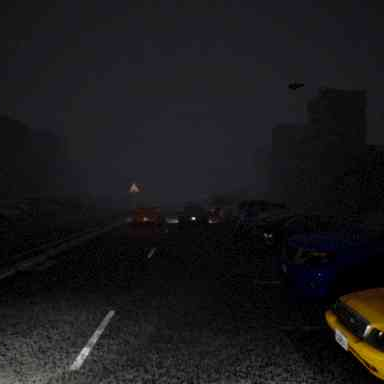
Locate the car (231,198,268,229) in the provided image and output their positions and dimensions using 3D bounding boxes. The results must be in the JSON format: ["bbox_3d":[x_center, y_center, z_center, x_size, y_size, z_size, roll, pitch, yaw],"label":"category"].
[{"bbox_3d":[4.676,1.392,18.017,4.553,1.767,2.185,0,0,0],"label":"car"}]

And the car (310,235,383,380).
[{"bbox_3d":[4.524,1.482,4.122,5.366,1.575,1.946,0,0,0],"label":"car"}]

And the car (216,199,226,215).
[{"bbox_3d":[4.702,1.551,26.352,5.008,1.535,2.097,0,0,0],"label":"car"}]

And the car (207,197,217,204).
[{"bbox_3d":[4.520,1.588,34.691,5.366,1.575,1.946,0,0,0],"label":"car"}]

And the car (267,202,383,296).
[{"bbox_3d":[4.681,1.237,6.901,5.566,2.045,2.435,0,0,0],"label":"car"}]

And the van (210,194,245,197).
[{"bbox_3d":[4.821,1.392,40.251,4.442,1.987,1.878,0,0,0],"label":"van"}]

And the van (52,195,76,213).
[{"bbox_3d":[-15.401,1.402,35.940,4.442,1.987,1.878,0,0,0],"label":"van"}]

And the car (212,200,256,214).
[{"bbox_3d":[4.707,1.645,37.471,4.674,1.452,2.002,0,0,0],"label":"car"}]

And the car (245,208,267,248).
[{"bbox_3d":[4.702,1.502,12.459,4.892,1.521,2.231,0,0,0],"label":"car"}]

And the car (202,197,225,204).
[{"bbox_3d":[4.744,1.779,73.597,4.792,1.488,2.163,0,0,0],"label":"car"}]

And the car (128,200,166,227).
[{"bbox_3d":[-2.903,1.535,23.205,1.882,1.535,5.008,0,0,0],"label":"car"}]

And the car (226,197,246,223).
[{"bbox_3d":[4.676,1.402,20.798,4.553,1.767,2.185,0,0,0],"label":"car"}]

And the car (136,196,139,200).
[{"bbox_3d":[-15.550,1.772,77.307,5.008,1.535,2.097,0,0,0],"label":"car"}]

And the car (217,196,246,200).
[{"bbox_3d":[4.738,1.438,29.134,4.553,1.767,2.185,0,0,0],"label":"car"}]

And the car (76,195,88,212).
[{"bbox_3d":[-15.548,1.392,38.698,5.566,2.045,2.435,0,0,0],"label":"car"}]

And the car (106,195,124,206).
[{"bbox_3d":[-15.511,1.764,60.760,4.792,1.488,2.163,0,0,0],"label":"car"}]

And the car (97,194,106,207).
[{"bbox_3d":[-15.556,1.432,46.973,5.566,2.045,2.435,0,0,0],"label":"car"}]

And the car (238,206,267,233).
[{"bbox_3d":[4.705,1.549,15.237,4.674,1.452,2.002,0,0,0],"label":"car"}]

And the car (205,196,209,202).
[{"bbox_3d":[4.698,1.643,45.809,4.892,1.521,2.231,0,0,0],"label":"car"}]

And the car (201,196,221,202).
[{"bbox_3d":[4.711,1.809,81.932,4.792,1.488,2.163,0,0,0],"label":"car"}]

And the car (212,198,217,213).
[{"bbox_3d":[4.700,1.577,31.912,5.008,1.535,2.097,0,0,0],"label":"car"}]

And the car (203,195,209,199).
[{"bbox_3d":[4.673,1.719,56.927,4.792,1.488,2.163,0,0,0],"label":"car"}]

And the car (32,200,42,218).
[{"bbox_3d":[-15.507,1.624,27.667,4.674,1.452,2.002,0,0,0],"label":"car"}]

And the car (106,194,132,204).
[{"bbox_3d":[-15.517,1.497,66.277,5.566,2.045,2.435,0,0,0],"label":"car"}]

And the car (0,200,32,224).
[{"bbox_3d":[-15.322,1.568,24.910,5.366,1.575,1.946,0,0,0],"label":"car"}]

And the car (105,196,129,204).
[{"bbox_3d":[-15.516,1.630,69.034,4.553,1.767,2.185,0,0,0],"label":"car"}]

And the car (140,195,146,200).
[{"bbox_3d":[-15.535,1.545,85.579,5.566,2.045,2.435,0,0,0],"label":"car"}]

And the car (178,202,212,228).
[{"bbox_3d":[0.097,1.619,22.639,1.994,1.385,4.181,0,0,0],"label":"car"}]

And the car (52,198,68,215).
[{"bbox_3d":[-15.520,1.613,33.181,5.008,1.535,2.097,0,0,0],"label":"car"}]

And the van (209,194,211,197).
[{"bbox_3d":[4.821,1.404,43.030,4.442,1.987,1.878,0,0,0],"label":"van"}]

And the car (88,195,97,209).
[{"bbox_3d":[-15.556,1.545,44.337,4.553,1.767,2.185,0,0,0],"label":"car"}]

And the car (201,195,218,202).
[{"bbox_3d":[4.797,1.693,90.305,4.553,1.767,2.185,0,0,0],"label":"car"}]

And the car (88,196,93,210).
[{"bbox_3d":[-15.517,1.657,41.580,5.008,1.535,2.097,0,0,0],"label":"car"}]

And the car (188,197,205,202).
[{"bbox_3d":[0.133,1.672,39.373,1.994,1.385,4.181,2,1,1],"label":"car"}]

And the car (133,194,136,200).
[{"bbox_3d":[-15.550,1.806,74.550,4.674,1.452,2.002,0,0,0],"label":"car"}]

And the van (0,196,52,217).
[{"bbox_3d":[-15.629,1.372,30.425,4.442,1.987,1.878,0,0,0],"label":"van"}]

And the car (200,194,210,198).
[{"bbox_3d":[4.674,1.449,59.708,5.566,2.045,2.435,0,0,0],"label":"car"}]

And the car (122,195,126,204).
[{"bbox_3d":[-15.545,1.782,63.518,4.674,1.452,2.002,0,0,0],"label":"car"}]

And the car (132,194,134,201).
[{"bbox_3d":[-15.547,1.800,71.661,4.674,1.452,2.002,0,0,0],"label":"car"}]

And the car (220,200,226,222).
[{"bbox_3d":[4.713,1.540,23.575,4.892,1.521,2.231,0,0,0],"label":"car"}]
